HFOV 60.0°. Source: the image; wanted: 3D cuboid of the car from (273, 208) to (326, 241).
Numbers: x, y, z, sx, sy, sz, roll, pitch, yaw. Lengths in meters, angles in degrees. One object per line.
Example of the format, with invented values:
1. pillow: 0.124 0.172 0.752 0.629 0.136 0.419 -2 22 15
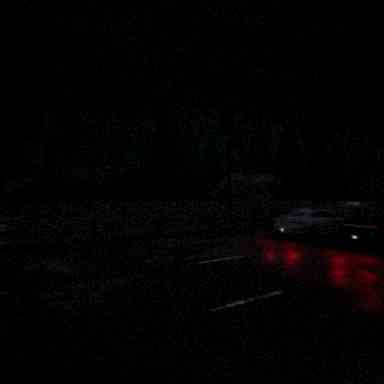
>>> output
1. car: 6.077 1.542 16.802 4.674 1.442 1.812 0 0 -36

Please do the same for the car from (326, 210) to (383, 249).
1. car: 8.109 1.504 13.952 4.902 1.511 2.128 0 0 -36
